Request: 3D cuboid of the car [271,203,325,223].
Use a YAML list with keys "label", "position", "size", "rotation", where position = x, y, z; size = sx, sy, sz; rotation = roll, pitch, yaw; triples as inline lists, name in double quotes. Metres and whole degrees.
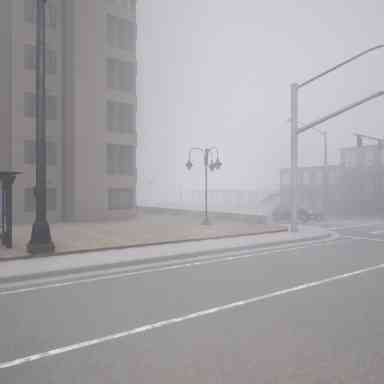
- label: "car"
  position: [9.178, 1.744, 29.127]
  size: [2.097, 1.767, 4.553]
  rotation: [1, -5, -36]
